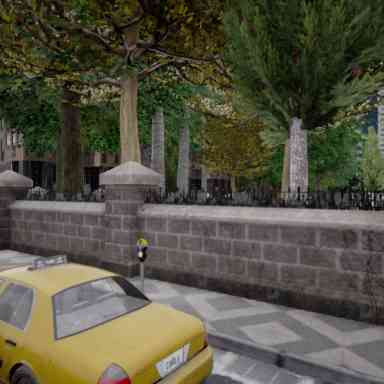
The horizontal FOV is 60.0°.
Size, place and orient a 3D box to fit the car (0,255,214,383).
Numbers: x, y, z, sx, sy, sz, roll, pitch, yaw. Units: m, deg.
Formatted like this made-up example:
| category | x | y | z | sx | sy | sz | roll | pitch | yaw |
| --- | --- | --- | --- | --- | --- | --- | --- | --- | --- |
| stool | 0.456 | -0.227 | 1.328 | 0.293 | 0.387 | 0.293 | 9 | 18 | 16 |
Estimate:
| category | x | y | z | sx | sy | sz | roll | pitch | yaw |
| --- | --- | --- | --- | --- | --- | --- | --- | --- | --- |
| car | -2.052 | 1.525 | 4.419 | 4.829 | 1.417 | 1.752 | 0 | 0 | 35 |
